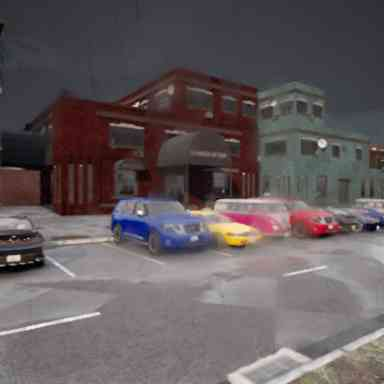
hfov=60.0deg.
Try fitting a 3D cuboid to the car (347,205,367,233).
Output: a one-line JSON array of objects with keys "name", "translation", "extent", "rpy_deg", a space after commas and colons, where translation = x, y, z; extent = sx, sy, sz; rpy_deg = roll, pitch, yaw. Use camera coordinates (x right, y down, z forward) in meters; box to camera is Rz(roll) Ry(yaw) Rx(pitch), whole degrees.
[{"name": "car", "translation": [7.527, 1.660, 20.344], "extent": [2.231, 1.521, 4.892], "rpy_deg": [1, -1, -35]}]

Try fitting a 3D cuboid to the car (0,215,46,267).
[{"name": "car", "translation": [-6.056, 1.471, 10.675], "extent": [2.231, 1.521, 4.892], "rpy_deg": [1, 0, -35]}]

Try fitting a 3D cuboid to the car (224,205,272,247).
[{"name": "car", "translation": [0.839, 1.557, 15.363], "extent": [1.946, 1.575, 5.366], "rpy_deg": [1, 0, -35]}]

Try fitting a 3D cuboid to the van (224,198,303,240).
[{"name": "van", "translation": [3.065, 1.366, 17.032], "extent": [1.878, 1.987, 4.442], "rpy_deg": [1, 0, -35]}]

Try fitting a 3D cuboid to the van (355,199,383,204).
[{"name": "van", "translation": [14.249, 1.544, 25.280], "extent": [1.878, 1.987, 4.442], "rpy_deg": [1, -1, -35]}]

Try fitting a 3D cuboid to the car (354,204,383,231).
[{"name": "car", "translation": [9.803, 1.724, 21.935], "extent": [2.163, 1.488, 4.792], "rpy_deg": [1, -1, -35]}]

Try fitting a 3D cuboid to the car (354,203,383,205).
[{"name": "car", "translation": [11.949, 1.770, 23.497], "extent": [2.002, 1.452, 4.674], "rpy_deg": [1, -1, -35]}]

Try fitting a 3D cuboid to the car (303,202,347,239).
[{"name": "car", "translation": [5.277, 1.373, 18.715], "extent": [2.435, 2.045, 5.566], "rpy_deg": [1, 0, -35]}]

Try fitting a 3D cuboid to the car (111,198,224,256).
[{"name": "car", "translation": [-1.513, 1.277, 13.882], "extent": [2.435, 2.045, 5.566], "rpy_deg": [1, 0, -35]}]
